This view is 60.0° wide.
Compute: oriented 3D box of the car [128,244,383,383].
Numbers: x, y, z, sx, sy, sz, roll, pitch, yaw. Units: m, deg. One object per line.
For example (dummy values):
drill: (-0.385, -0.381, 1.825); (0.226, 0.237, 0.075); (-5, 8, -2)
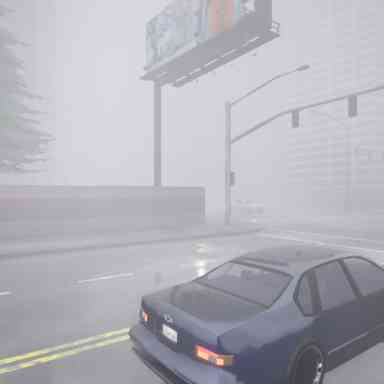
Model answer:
car: (1.779, 1.547, 5.033); (5.357, 1.411, 2.033); (0, 0, -37)

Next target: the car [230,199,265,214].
car: (5.719, 1.526, 35.862); (1.812, 1.442, 4.674); (0, 0, -35)
